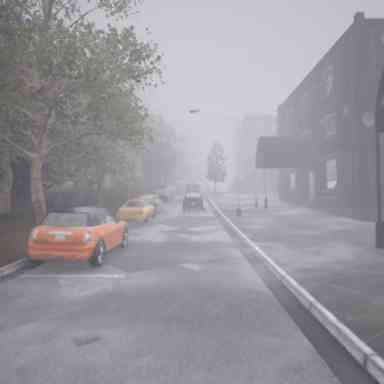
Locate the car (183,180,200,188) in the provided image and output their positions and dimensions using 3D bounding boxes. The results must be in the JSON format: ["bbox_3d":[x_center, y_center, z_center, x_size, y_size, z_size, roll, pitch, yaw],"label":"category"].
[{"bbox_3d":[0.089,-0.432,50.871,2.150,2.045,5.566,0,3,0],"label":"car"}]

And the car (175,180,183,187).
[{"bbox_3d":[-3.667,-1.273,72.809,2.163,1.488,4.792,0,3,2],"label":"car"}]

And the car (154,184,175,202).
[{"bbox_3d":[-3.663,0.284,39.358,2.185,1.767,4.553,0,3,2],"label":"car"}]

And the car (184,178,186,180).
[{"bbox_3d":[-3.672,-2.718,95.047,2.435,2.045,5.566,0,3,2],"label":"car"}]

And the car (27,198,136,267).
[{"bbox_3d":[-3.631,1.269,11.481,2.185,1.767,4.553,2,1,2],"label":"car"}]

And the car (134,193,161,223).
[{"bbox_3d":[-3.636,1.119,22.502,1.946,1.575,5.366,1,2,2],"label":"car"}]

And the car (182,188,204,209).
[{"bbox_3d":[0.093,0.765,32.024,1.882,1.535,5.008,0,3,0],"label":"car"}]

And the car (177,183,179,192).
[{"bbox_3d":[-3.664,-0.154,50.517,2.231,1.521,4.892,0,3,2],"label":"car"}]

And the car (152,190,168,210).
[{"bbox_3d":[-3.640,0.931,28.238,2.231,1.521,4.892,1,3,2],"label":"car"}]

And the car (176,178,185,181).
[{"bbox_3d":[-3.672,-2.174,89.463,2.097,1.535,5.008,0,3,2],"label":"car"}]

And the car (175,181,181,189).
[{"bbox_3d":[-3.659,-0.738,61.836,1.946,1.575,5.366,0,3,2],"label":"car"}]

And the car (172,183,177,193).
[{"bbox_3d":[-3.664,0.003,44.922,2.185,1.767,4.553,0,3,2],"label":"car"}]
